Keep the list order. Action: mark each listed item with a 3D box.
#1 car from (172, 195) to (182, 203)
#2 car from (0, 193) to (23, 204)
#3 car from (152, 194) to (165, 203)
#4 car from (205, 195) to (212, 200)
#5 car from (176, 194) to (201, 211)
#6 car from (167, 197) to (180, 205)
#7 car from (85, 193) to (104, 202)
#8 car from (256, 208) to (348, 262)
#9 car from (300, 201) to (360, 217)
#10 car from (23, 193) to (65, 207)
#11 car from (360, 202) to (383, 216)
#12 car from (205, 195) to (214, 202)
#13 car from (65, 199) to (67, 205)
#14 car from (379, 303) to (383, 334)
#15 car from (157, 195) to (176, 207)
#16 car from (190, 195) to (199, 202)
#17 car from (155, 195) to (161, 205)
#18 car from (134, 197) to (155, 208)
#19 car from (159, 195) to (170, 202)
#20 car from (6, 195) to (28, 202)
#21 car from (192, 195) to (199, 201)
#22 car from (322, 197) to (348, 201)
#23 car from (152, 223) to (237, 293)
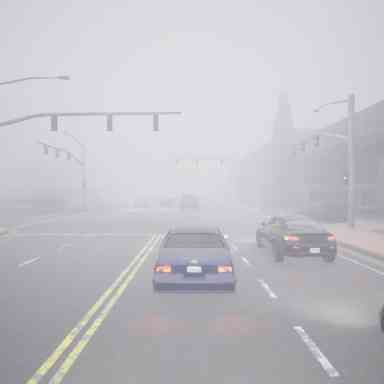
[{"bbox_3d":[-3.097,1.500,71.232,1.837,1.490,4.892,0,0,2],"label":"car"},{"bbox_3d":[-38.960,1.153,70.899,4.605,1.855,1.932,0,0,0],"label":"car"},{"bbox_3d":[-6.705,1.352,67.715,2.097,1.767,4.553,0,0,2],"label":"car"},{"bbox_3d":[4.359,1.470,88.527,1.994,1.385,4.181,0,0,2],"label":"car"},{"bbox_3d":[-0.207,1.221,40.513,2.150,2.045,5.566,1,0,6],"label":"car"},{"bbox_3d":[-3.431,1.564,60.943,1.994,1.385,4.181,0,0,2],"label":"car"},{"bbox_3d":[-21.440,1.156,70.909,3.866,1.878,1.905,0,0,0],"label":"car"},{"bbox_3d":[3.566,1.526,11.954,1.812,1.442,4.674,0,0,0],"label":"car"},{"bbox_3d":[9.581,1.564,24.486,4.181,1.385,1.994,0,0,0],"label":"car"},{"bbox_3d":[-21.471,1.153,48.391,4.605,1.855,1.932,0,0,0],"label":"car"},{"bbox_3d":[18.263,1.601,31.706,4.718,1.301,1.895,0,0,0],"label":"car"},{"bbox_3d":[4.102,1.549,78.736,1.994,1.385,4.181,0,0,2],"label":"car"},{"bbox_3d":[-21.415,1.156,51.285,3.866,1.878,1.905,0,0,0],"label":"car"},{"bbox_3d":[3.595,1.526,2.848,1.812,1.442,4.674,0,0,1],"label":"car"},{"bbox_3d":[-3.687,1.601,50.885,1.895,1.301,4.718,0,0,1],"label":"car"},{"bbox_3d":[0.591,1.478,78.313,1.882,1.535,5.008,0,0,2],"label":"car"},{"bbox_3d":[-7.031,1.564,57.705,1.994,1.385,4.181,0,0,2],"label":"car"},{"bbox_3d":[-7.226,1.492,48.793,2.128,1.511,4.902,0,0,1],"label":"car"},{"bbox_3d":[-6.425,1.460,77.827,1.882,1.535,5.008,0,0,2],"label":"car"},{"bbox_3d":[-38.895,1.364,73.795,3.905,1.438,1.784,0,0,0],"label":"car"},{"bbox_3d":[0.860,1.524,88.613,1.812,1.442,4.674,0,0,2],"label":"car"},{"bbox_3d":[14.670,1.352,35.220,4.553,1.767,2.097,0,0,0],"label":"car"},{"bbox_3d":[0.060,1.547,8.963,2.033,1.411,5.357,0,0,0],"label":"car"}]
